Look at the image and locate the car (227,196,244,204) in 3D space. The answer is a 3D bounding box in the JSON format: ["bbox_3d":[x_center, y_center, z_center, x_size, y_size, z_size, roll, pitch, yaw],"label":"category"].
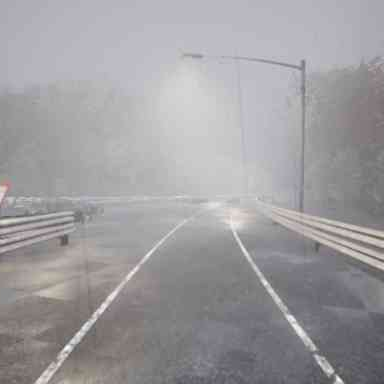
[{"bbox_3d":[8.411,1.569,66.427,2.033,1.411,5.357,1,0,20],"label":"car"}]

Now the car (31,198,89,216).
[{"bbox_3d":[-12.168,1.358,31.159,2.033,1.411,5.357,1,0,20],"label":"car"}]

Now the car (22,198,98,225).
[{"bbox_3d":[-8.420,1.257,21.152,2.097,1.767,4.553,1,0,20],"label":"car"}]

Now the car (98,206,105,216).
[{"bbox_3d":[-9.586,1.413,28.065,2.033,1.411,5.357,1,0,20],"label":"car"}]

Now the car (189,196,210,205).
[{"bbox_3d":[1.635,1.430,58.239,1.882,1.535,5.008,1,0,20],"label":"car"}]

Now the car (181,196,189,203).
[{"bbox_3d":[-0.319,1.440,63.030,2.033,1.411,5.357,1,0,20],"label":"car"}]
